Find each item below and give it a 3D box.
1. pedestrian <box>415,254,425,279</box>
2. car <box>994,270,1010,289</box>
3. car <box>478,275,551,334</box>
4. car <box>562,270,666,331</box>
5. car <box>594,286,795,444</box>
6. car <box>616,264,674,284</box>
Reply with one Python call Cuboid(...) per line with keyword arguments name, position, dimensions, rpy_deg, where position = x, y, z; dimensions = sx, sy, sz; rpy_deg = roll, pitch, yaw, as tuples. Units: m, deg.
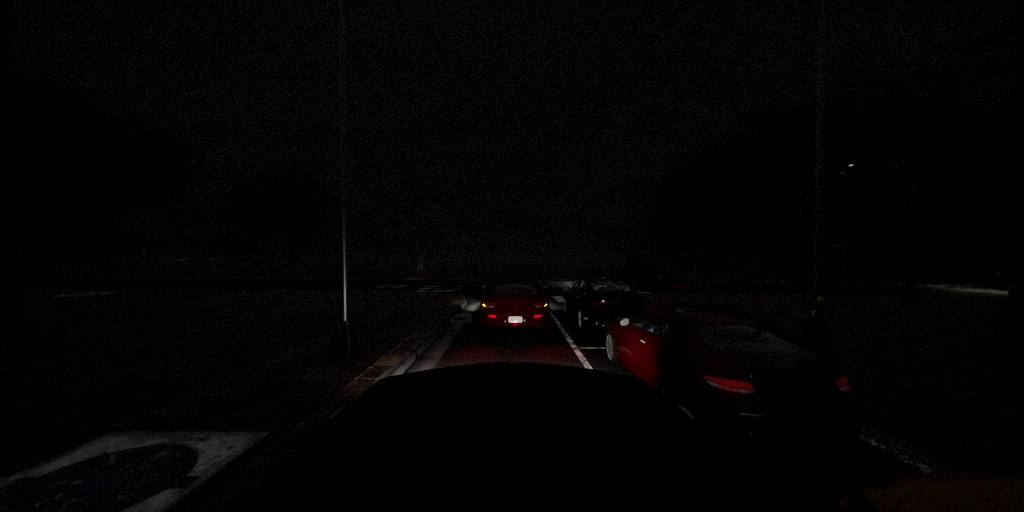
Cuboid(name="pedestrian", position=(-6.929, 0.752, 26.957), dimensions=(0.375, 1.860, 0.375), rpy_deg=(0, 1, 0))
Cuboid(name="car", position=(36.365, 1.331, 24.149), dimensions=(5.566, 2.045, 2.150), rpy_deg=(1, 1, 0))
Cuboid(name="car", position=(0.059, 1.272, 10.448), dimensions=(1.812, 1.442, 4.674), rpy_deg=(0, 0, 0))
Cuboid(name="car", position=(2.620, 1.296, 10.795), dimensions=(2.007, 1.370, 4.403), rpy_deg=(0, 0, 0))
Cuboid(name="car", position=(2.630, 1.330, 5.263), dimensions=(1.802, 1.307, 4.207), rpy_deg=(0, 0, 0))
Cuboid(name="car", position=(8.237, 1.309, 24.095), dimensions=(4.892, 1.490, 1.837), rpy_deg=(1, 1, 0))
